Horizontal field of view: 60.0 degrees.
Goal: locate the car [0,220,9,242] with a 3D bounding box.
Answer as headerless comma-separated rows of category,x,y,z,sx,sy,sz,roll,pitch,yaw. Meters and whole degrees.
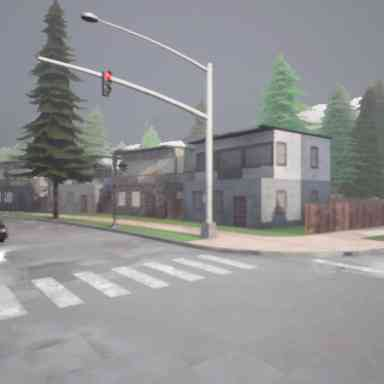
car,-10.234,1.558,15.656,2.033,1.411,5.357,0,0,-42
